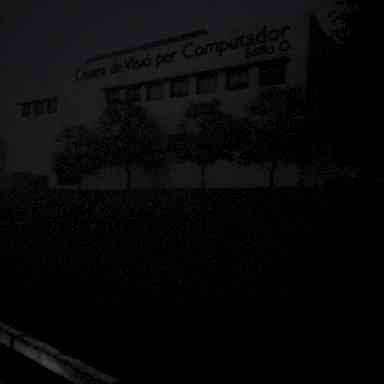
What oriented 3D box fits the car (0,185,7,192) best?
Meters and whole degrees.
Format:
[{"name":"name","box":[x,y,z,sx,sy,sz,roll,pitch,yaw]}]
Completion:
[{"name":"car","box":[-32.501,-0.407,56.123,2.097,1.767,4.553,4,1,36]}]
